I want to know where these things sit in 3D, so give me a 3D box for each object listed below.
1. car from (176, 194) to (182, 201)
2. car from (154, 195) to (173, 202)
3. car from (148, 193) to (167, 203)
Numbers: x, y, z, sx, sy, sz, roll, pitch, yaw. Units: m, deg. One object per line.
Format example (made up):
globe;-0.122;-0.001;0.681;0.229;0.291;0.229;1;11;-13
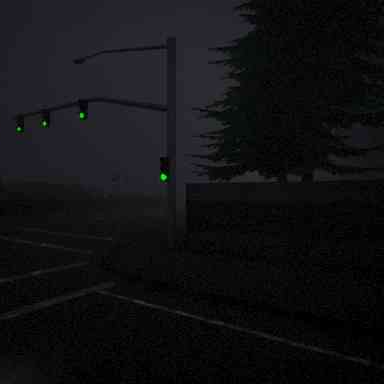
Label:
car;-4.450;1.392;74.002;3.806;1.475;1.970;0;0;35
car;-6.131;1.361;71.645;3.905;1.438;1.784;0;0;35
car;-7.648;1.150;69.431;4.605;1.855;1.932;0;0;35
